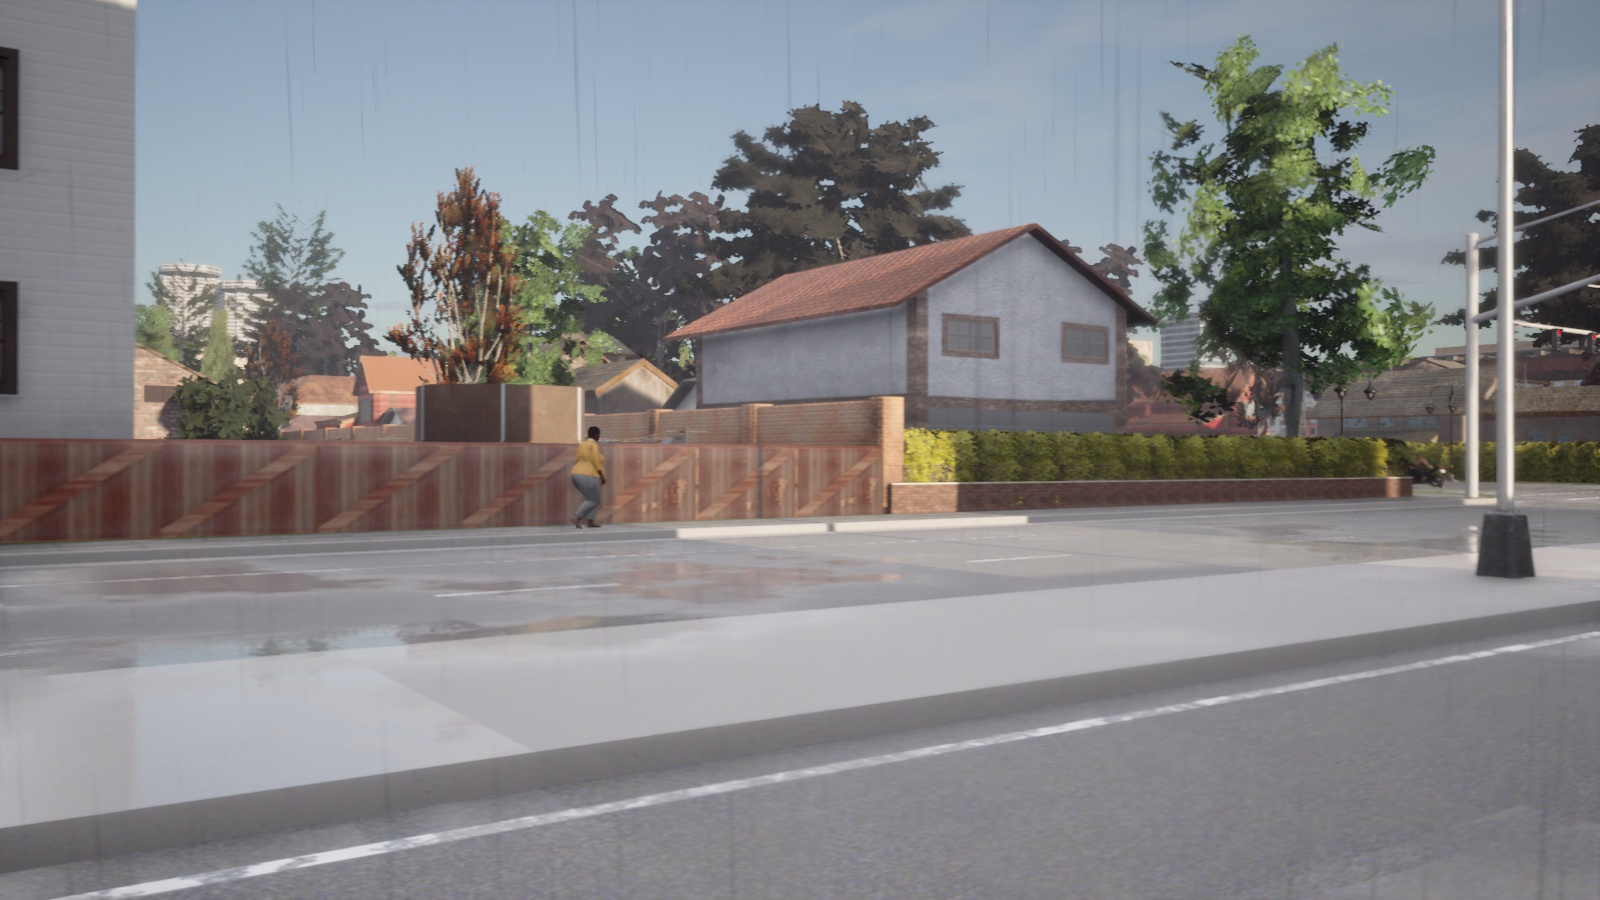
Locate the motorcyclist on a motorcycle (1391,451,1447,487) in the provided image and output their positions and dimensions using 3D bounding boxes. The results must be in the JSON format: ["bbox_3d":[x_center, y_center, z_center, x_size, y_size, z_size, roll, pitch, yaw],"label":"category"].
[{"bbox_3d":[26.920,0.800,54.623,0.797,1.523,2.044,0,0,-35],"label":"motorcyclist on a motorcycle"}]

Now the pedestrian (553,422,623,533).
[{"bbox_3d":[-3.662,0.460,21.700,0.900,1.855,0.874,0,0,-36],"label":"pedestrian"}]
